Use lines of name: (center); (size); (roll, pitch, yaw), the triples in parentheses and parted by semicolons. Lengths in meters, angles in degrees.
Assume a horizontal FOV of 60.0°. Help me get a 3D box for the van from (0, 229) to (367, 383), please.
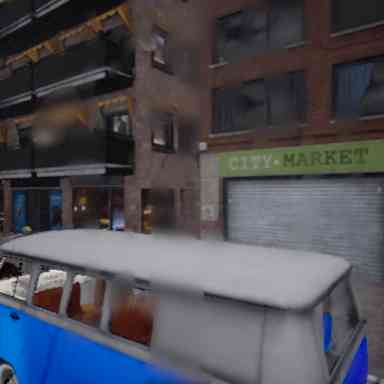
van: (-0.481, 1.343, 3.218); (3.998, 1.788, 1.690); (0, 0, 36)
